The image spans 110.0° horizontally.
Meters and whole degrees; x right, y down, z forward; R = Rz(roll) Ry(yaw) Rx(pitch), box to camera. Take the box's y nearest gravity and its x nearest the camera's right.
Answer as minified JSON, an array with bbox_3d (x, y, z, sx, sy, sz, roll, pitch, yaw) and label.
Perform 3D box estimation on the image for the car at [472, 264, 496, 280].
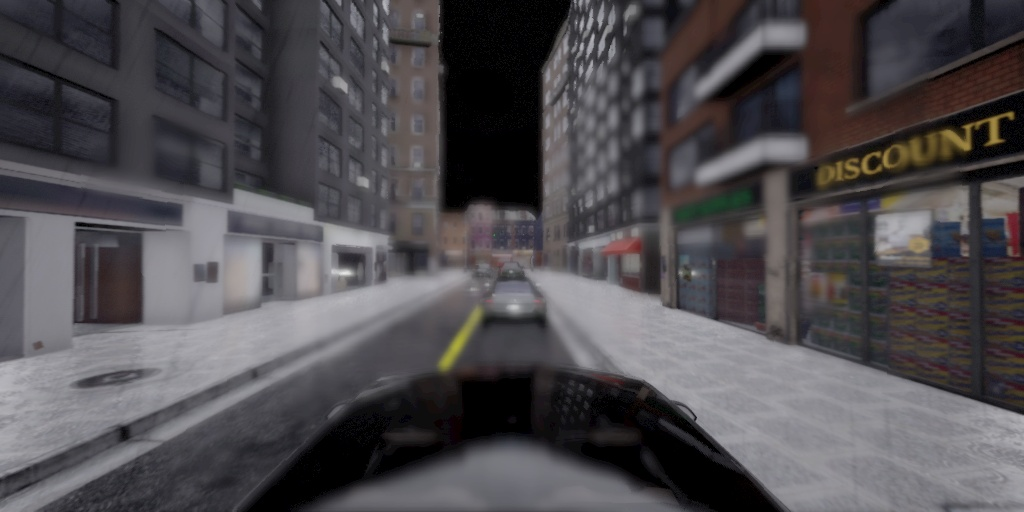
[{"bbox_3d":[-2.591,1.490,33.928,1.837,1.490,4.892,0,0,0],"label":"car"}]

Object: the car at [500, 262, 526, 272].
[{"bbox_3d":[0.093,1.304,29.364,2.097,1.767,4.553,0,0,0],"label":"car"}]

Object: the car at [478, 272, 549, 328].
[{"bbox_3d":[0.087,1.389,11.673,1.994,1.385,4.181,0,0,0],"label":"car"}]
